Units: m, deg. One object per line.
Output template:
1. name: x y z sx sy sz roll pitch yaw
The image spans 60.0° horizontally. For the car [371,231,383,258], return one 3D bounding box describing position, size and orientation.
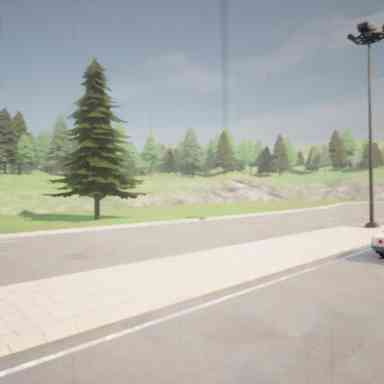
1. car: 8.072 1.593 11.647 4.718 1.301 1.895 0 -1 -43
